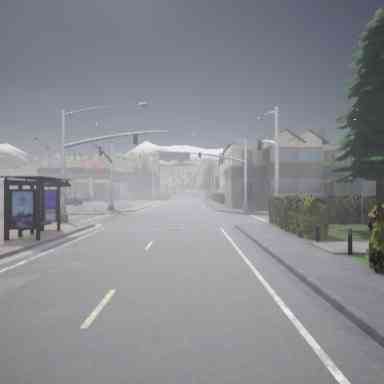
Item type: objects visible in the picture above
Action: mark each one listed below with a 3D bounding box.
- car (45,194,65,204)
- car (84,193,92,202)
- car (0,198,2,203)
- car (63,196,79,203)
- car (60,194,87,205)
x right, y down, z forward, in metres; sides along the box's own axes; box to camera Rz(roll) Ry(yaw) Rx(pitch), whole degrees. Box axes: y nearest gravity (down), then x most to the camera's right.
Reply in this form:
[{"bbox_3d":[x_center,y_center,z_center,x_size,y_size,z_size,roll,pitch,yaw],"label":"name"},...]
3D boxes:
[{"bbox_3d":[-25.891,1.251,62.981,1.932,1.855,4.605,0,0,0],"label":"car"},{"bbox_3d":[-22.626,1.232,70.858,1.905,1.878,3.866,0,0,0],"label":"car"},{"bbox_3d":[-38.349,1.450,63.659,2.007,1.523,4.514,0,0,0],"label":"car"},{"bbox_3d":[-25.952,1.515,71.460,1.970,1.475,3.806,0,0,0],"label":"car"},{"bbox_3d":[-18.922,1.450,52.989,2.007,1.523,4.514,0,0,0],"label":"car"}]
